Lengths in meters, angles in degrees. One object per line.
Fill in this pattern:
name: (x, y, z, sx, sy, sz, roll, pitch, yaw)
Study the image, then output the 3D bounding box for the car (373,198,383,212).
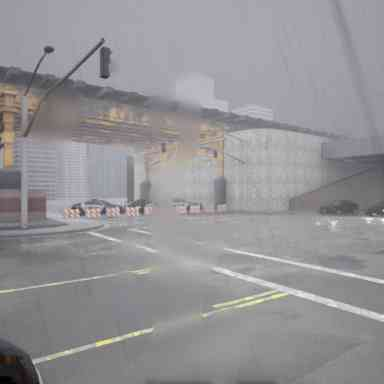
car: (23.562, 1.493, 39.196, 4.902, 1.511, 2.128, 0, 0, -37)

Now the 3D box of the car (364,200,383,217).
car: (17.993, 1.548, 30.598, 5.357, 1.411, 2.033, 0, 0, -37)

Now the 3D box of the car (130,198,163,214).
car: (-5.210, 1.453, 34.810, 2.038, 1.542, 4.974, 0, 0, 18)

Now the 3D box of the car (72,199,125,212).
car: (-9.001, 1.295, 32.123, 4.536, 1.218, 1.853, 0, 0, 8)

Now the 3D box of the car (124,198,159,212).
car: (-5.195, 1.295, 34.859, 1.853, 1.218, 4.536, 0, 0, 18)

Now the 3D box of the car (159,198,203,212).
car: (-1.308, 1.453, 38.578, 4.974, 1.542, 2.038, 0, 0, -7)

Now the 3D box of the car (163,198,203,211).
car: (-1.360, 1.295, 38.571, 4.536, 1.218, 1.853, 0, 0, -7)

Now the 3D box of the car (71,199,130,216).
car: (-8.949, 1.453, 32.116, 4.974, 1.542, 2.038, 0, 0, 8)

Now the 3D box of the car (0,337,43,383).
car: (-3.274, 1.492, 1.436, 4.902, 1.511, 2.128, 0, 0, -35)

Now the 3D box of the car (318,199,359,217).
car: (14.172, 1.478, 32.082, 5.008, 1.535, 1.882, 0, 0, -37)
